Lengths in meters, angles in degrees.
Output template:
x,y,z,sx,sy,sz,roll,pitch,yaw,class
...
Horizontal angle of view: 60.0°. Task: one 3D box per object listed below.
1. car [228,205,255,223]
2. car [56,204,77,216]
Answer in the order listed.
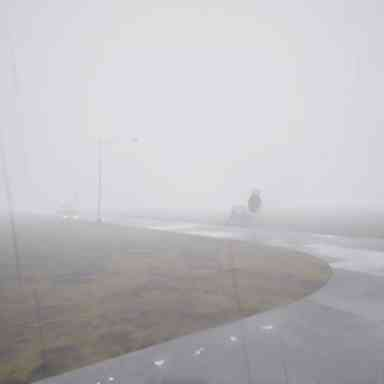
x,y,z,sx,sy,sz,roll,pitch,yaw,class
4.832,1.989,32.144,2.097,1.767,4.553,-3,-1,16,car
-18.799,2.603,49.930,2.097,1.767,4.553,2,-2,-36,car
